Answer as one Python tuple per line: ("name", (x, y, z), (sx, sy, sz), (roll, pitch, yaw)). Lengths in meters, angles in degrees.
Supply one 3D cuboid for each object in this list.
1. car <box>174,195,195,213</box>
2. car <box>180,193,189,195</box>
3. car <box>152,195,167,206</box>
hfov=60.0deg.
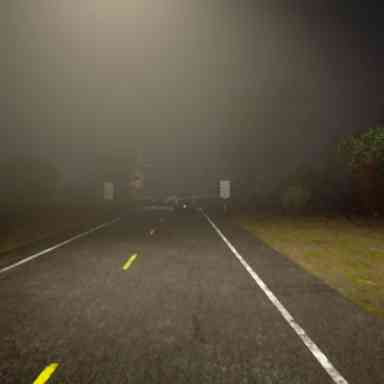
("car", (-0.716, 1.285, 32.732), (1.994, 1.385, 4.181), (-1, 0, -1))
("car", (-0.998, 0.977, 46.367), (2.097, 1.767, 4.553), (-1, 0, -1))
("car", (-4.567, 1.192, 47.361), (1.882, 1.535, 5.008), (-1, 0, -1))
